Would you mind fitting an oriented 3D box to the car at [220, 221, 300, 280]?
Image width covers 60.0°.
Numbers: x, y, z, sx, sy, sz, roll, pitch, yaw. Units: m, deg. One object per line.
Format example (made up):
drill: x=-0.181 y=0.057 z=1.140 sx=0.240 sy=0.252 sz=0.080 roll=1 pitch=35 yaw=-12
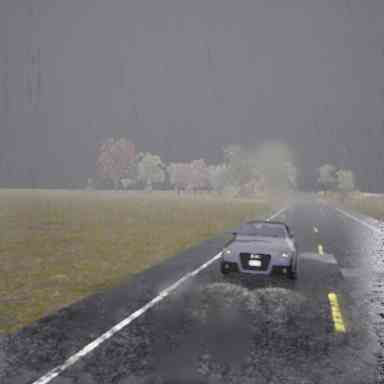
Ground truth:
car: x=2.215 y=1.592 z=10.152 sx=1.994 sy=1.385 sz=4.181 roll=0 pitch=0 yaw=19
